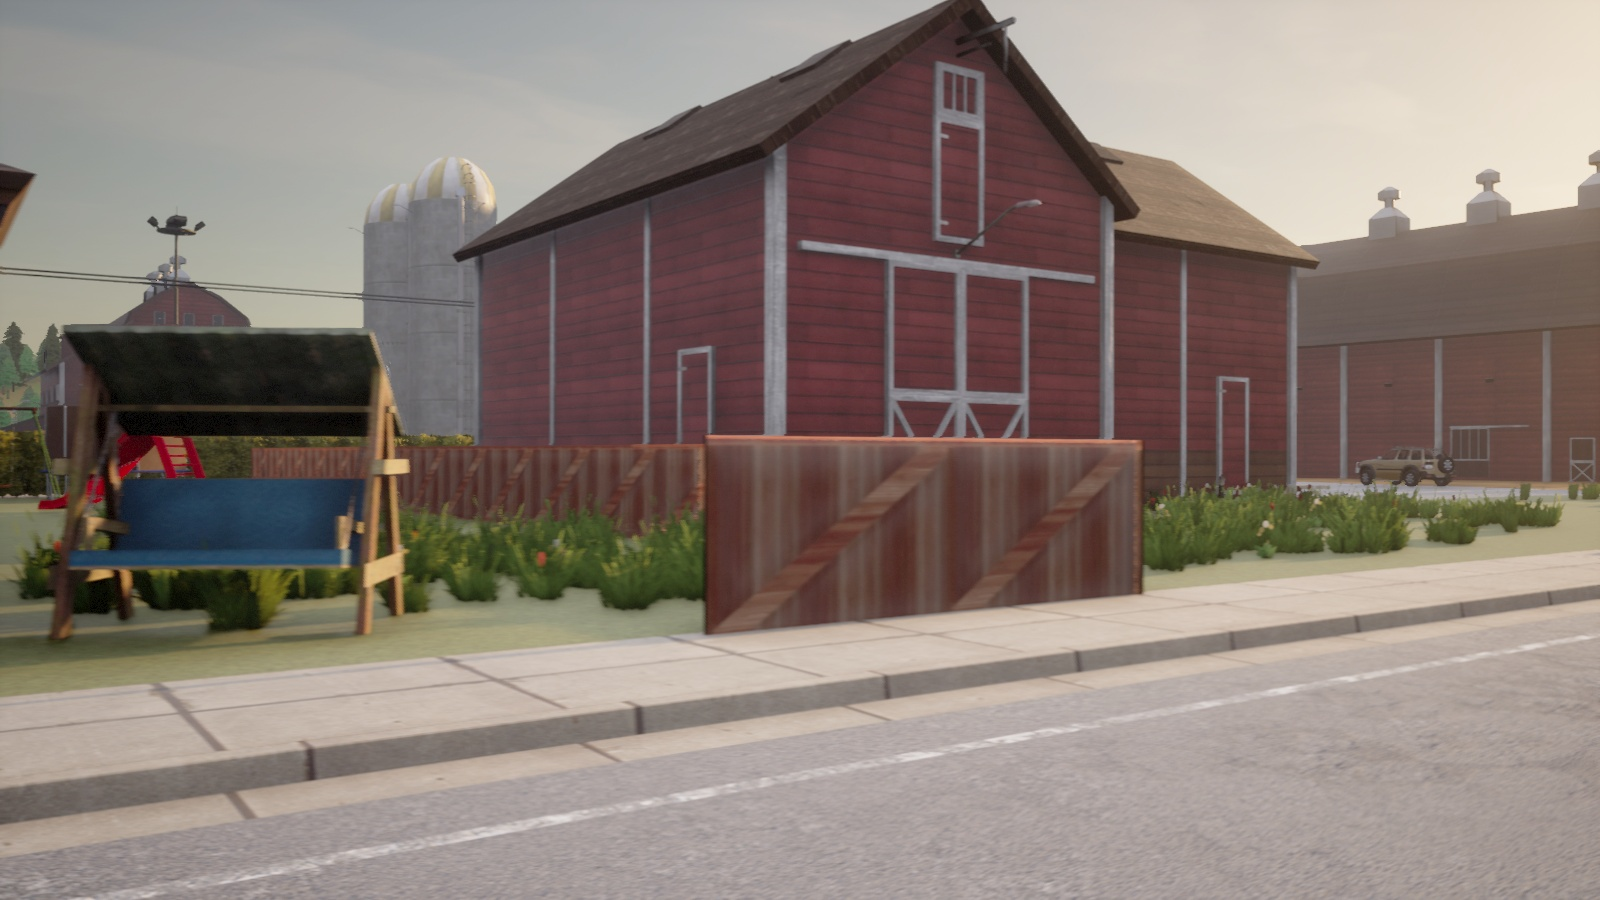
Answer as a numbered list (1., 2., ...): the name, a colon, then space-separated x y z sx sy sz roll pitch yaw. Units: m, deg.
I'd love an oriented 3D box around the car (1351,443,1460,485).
1. car: 27.802 0.632 57.827 1.932 1.855 4.605 0 0 -16
